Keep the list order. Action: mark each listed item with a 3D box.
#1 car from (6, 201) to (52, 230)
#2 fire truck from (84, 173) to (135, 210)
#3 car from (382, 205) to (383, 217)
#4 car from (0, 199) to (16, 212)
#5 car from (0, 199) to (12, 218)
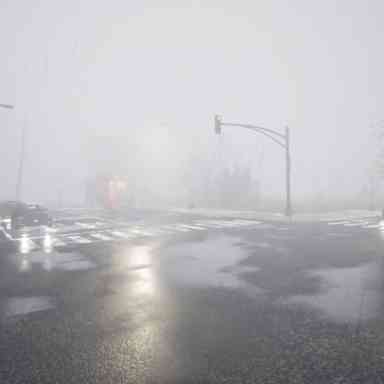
[{"bbox_3d":[-10.132,1.488,20.863,1.994,1.385,4.181,-2,1,-33],"label":"car"},{"bbox_3d":[-9.503,-0.049,37.714,2.891,3.827,8.468,-2,1,-33],"label":"fire truck"},{"bbox_3d":[14.736,0.881,22.334,4.553,1.767,2.097,-1,1,-35],"label":"car"},{"bbox_3d":[-21.181,1.494,37.609,1.895,1.301,4.718,-2,1,-33],"label":"car"},{"bbox_3d":[-15.614,1.474,29.145,1.994,1.385,4.181,-2,1,-35],"label":"car"}]
